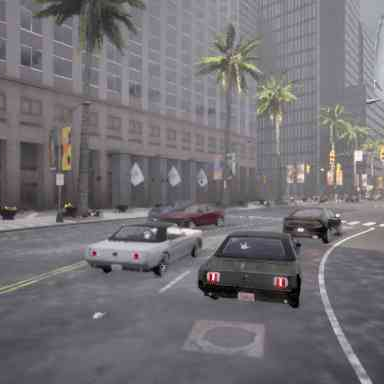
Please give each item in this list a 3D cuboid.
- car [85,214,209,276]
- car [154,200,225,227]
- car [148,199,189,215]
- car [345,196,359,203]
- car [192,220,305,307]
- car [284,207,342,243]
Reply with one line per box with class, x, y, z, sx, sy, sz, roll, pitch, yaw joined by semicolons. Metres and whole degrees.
car;-1.151;1.601;10.450;1.895;1.301;4.718;0;0;19
car;0.195;1.478;20.747;1.882;1.535;5.008;0;0;37
car;-1.163;1.371;24.806;2.097;1.767;4.553;0;0;40
car;34.834;1.513;72.205;2.161;1.482;4.786;0;0;40
car;1.668;1.601;8.107;1.895;1.301;4.718;0;0;18
car;6.032;1.478;16.359;1.882;1.535;5.008;0;0;34
